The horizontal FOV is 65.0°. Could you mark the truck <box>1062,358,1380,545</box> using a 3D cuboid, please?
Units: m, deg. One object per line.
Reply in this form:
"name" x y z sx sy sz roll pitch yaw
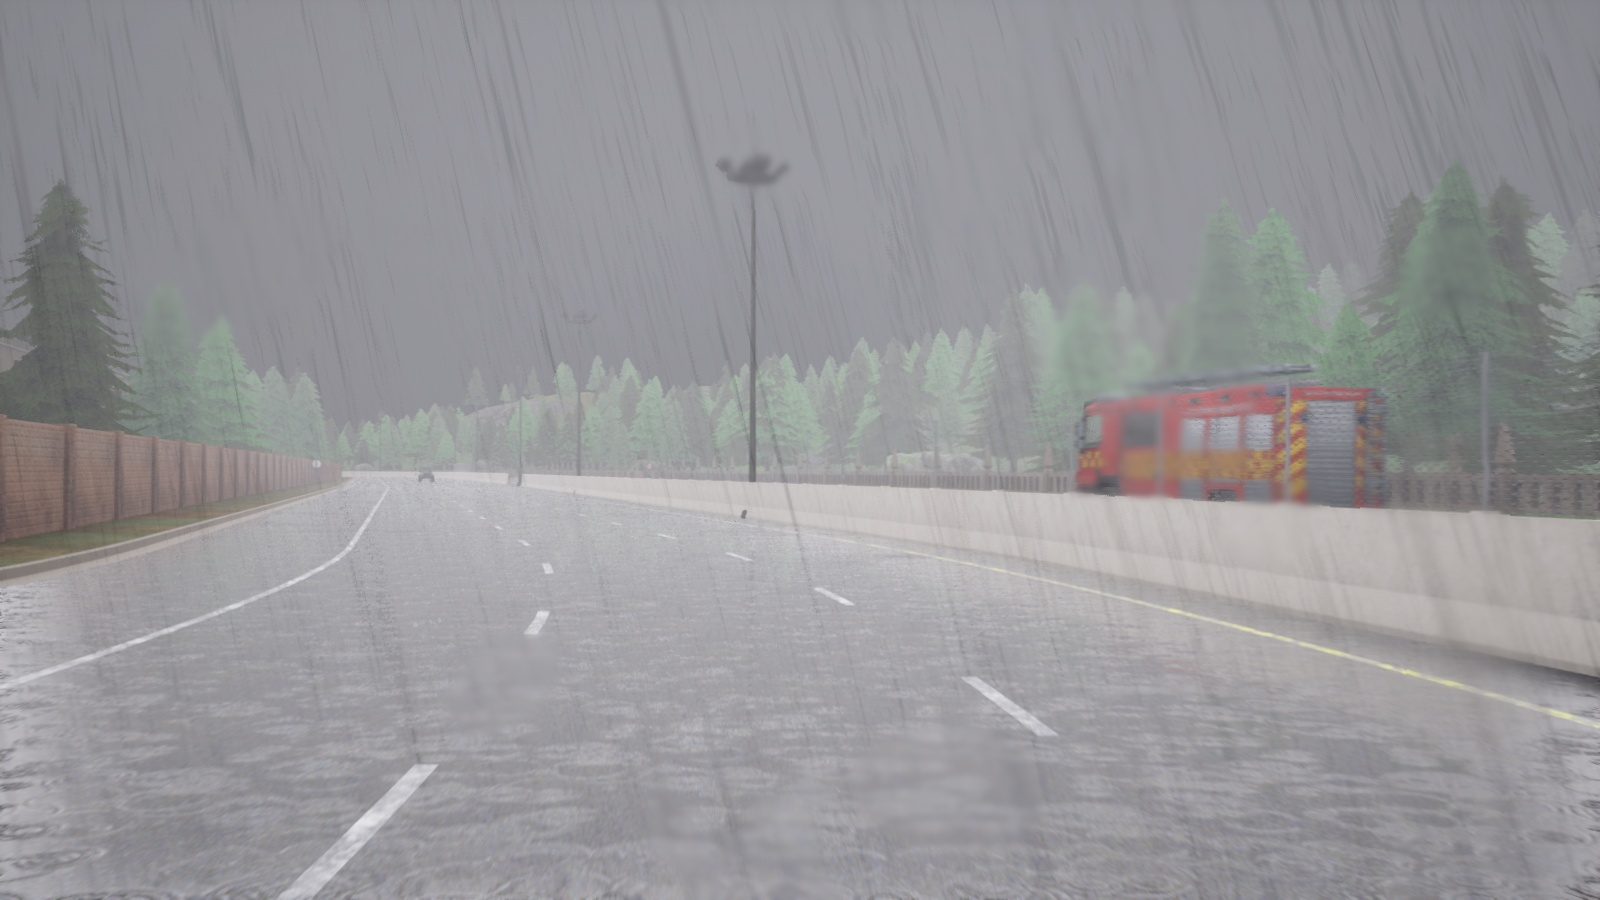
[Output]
"truck" 9.636 0.109 30.112 2.891 3.827 8.468 0 -1 -16
